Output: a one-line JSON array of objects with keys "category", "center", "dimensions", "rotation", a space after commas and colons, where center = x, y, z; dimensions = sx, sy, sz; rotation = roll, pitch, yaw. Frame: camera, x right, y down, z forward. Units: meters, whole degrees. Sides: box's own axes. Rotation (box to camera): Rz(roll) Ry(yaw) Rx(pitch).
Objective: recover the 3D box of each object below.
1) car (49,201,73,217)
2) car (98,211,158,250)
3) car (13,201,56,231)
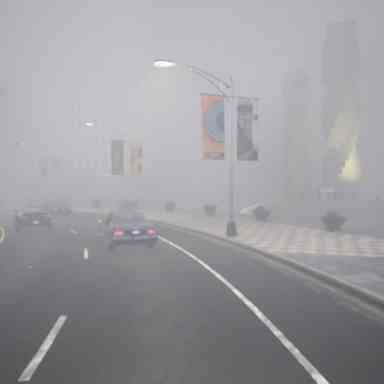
[{"category": "car", "center": [-12.567, 1.506, 29.657], "dimensions": [2.033, 1.411, 5.357], "rotation": [0, 0, -45]}, {"category": "car", "center": [-2.918, 1.516, 14.406], "dimensions": [2.033, 1.411, 5.357], "rotation": [0, 0, -20]}, {"category": "car", "center": [-9.807, 1.501, 20.344], "dimensions": [1.812, 1.442, 4.674], "rotation": [0, 0, -31]}]
